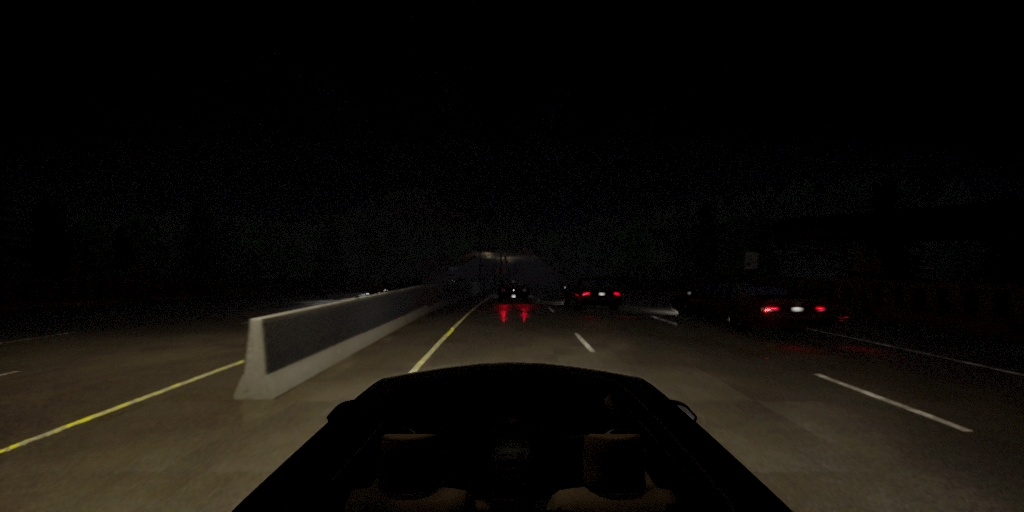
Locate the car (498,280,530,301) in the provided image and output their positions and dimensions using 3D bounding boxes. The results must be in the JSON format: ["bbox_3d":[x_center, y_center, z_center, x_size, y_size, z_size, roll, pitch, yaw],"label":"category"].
[{"bbox_3d":[0.103,2.201,23.142,1.895,1.301,4.718,0,-4,0],"label":"car"}]

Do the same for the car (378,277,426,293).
[{"bbox_3d":[-7.093,2.191,24.293,1.837,1.490,4.892,0,-4,0],"label":"car"}]

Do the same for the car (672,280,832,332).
[{"bbox_3d":[7.101,1.473,11.428,2.033,1.411,5.357,0,-2,0],"label":"car"}]

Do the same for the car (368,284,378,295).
[{"bbox_3d":[-10.591,2.741,30.807,1.895,1.301,4.718,0,-4,0],"label":"car"}]

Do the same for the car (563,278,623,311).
[{"bbox_3d":[3.603,1.729,16.873,2.033,1.411,5.357,0,-3,0],"label":"car"}]
